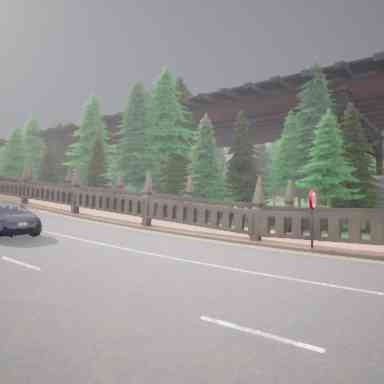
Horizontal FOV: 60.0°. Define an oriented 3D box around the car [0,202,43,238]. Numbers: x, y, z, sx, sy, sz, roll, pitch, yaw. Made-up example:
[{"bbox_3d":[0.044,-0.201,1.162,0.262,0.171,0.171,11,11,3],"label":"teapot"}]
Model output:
[{"bbox_3d":[-8.179,1.084,14.053,4.181,1.385,1.994,5,3,36],"label":"car"}]
